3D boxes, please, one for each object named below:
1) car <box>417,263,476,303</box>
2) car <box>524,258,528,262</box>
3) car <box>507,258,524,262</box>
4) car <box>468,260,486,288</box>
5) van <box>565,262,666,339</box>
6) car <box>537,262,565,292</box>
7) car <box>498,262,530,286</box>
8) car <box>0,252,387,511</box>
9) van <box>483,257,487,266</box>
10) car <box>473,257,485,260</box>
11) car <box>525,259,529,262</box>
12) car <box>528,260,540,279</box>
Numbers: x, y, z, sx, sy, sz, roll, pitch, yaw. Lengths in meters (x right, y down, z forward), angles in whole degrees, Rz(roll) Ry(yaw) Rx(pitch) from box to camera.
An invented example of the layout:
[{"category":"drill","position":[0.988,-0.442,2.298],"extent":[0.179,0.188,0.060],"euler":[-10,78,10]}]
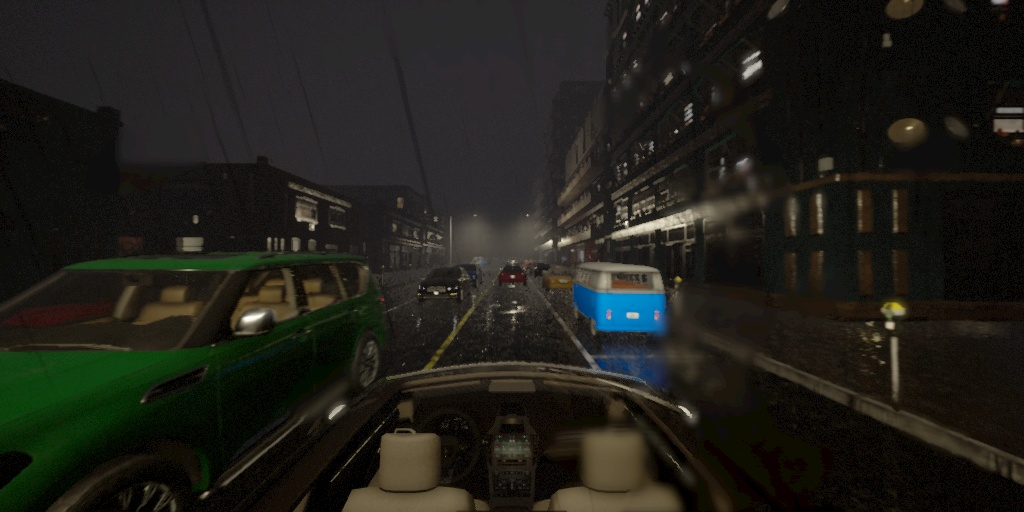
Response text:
[{"category":"car","position":[-3.013,1.259,16.750],"extent":[1.837,1.490,4.892],"euler":[0,0,0]},{"category":"car","position":[2.700,1.279,48.942],"extent":[1.888,1.381,4.507],"euler":[0,0,0]},{"category":"car","position":[0.093,1.231,44.812],"extent":[2.128,1.511,4.902],"euler":[0,0,0]},{"category":"car","position":[-3.028,1.228,23.703],"extent":[1.882,1.535,5.008],"euler":[0,0,0]},{"category":"van","position":[2.693,1.092,9.876],"extent":[1.690,1.789,3.998],"euler":[0,0,0]},{"category":"car","position":[2.695,1.276,21.206],"extent":[1.751,1.417,4.829],"euler":[0,0,0]},{"category":"car","position":[0.037,1.314,25.552],"extent":[1.994,1.385,4.181],"euler":[0,0,0]},{"category":"car","position":[-3.097,0.970,3.626],"extent":[2.150,2.045,5.566],"euler":[0,0,0]},{"category":"van","position":[-5.679,1.066,60.063],"extent":[1.690,1.789,3.998],"euler":[0,0,0]},{"category":"car","position":[-5.680,1.296,54.482],"extent":[1.948,1.339,4.313],"euler":[0,0,0]},{"category":"car","position":[2.698,1.309,37.780],"extent":[1.948,1.339,4.313],"euler":[0,0,0]},{"category":"car","position":[2.697,1.312,32.199],"extent":[1.948,1.339,4.313],"euler":[0,0,0]}]
